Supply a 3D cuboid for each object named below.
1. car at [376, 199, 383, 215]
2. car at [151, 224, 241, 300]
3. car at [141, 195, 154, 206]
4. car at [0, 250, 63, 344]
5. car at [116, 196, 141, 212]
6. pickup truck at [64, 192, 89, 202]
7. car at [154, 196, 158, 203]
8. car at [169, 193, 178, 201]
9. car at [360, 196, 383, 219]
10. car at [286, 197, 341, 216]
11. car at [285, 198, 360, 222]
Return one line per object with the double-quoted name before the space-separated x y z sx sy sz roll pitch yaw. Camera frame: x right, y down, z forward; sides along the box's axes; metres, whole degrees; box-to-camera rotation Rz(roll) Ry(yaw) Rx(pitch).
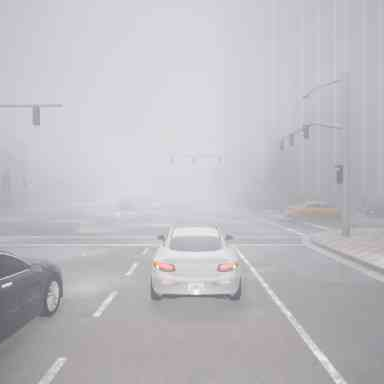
"car" 21.007 1.478 32.585 5.008 1.535 1.882 0 0 0
"car" 0.080 1.526 8.231 1.812 1.442 4.674 0 0 0
"car" -7.876 1.354 53.708 2.097 1.767 4.553 0 0 -1
"car" -3.434 1.505 4.582 1.837 1.490 4.892 0 0 1
"car" -7.663 1.505 39.485 1.837 1.490 4.892 0 0 -1
"pickup truck" -24.638 1.059 70.291 2.390 2.098 6.274 0 0 30
"car" -7.993 1.515 68.401 2.128 1.511 4.902 0 0 -1
"car" -4.723 1.225 85.507 2.150 2.045 5.566 0 0 -1
"car" 17.720 1.221 29.064 5.566 2.045 2.150 0 0 0
"car" 11.782 1.352 32.522 4.553 1.767 2.097 0 0 0
"car" 9.684 1.477 25.428 5.008 1.535 1.882 0 0 2
